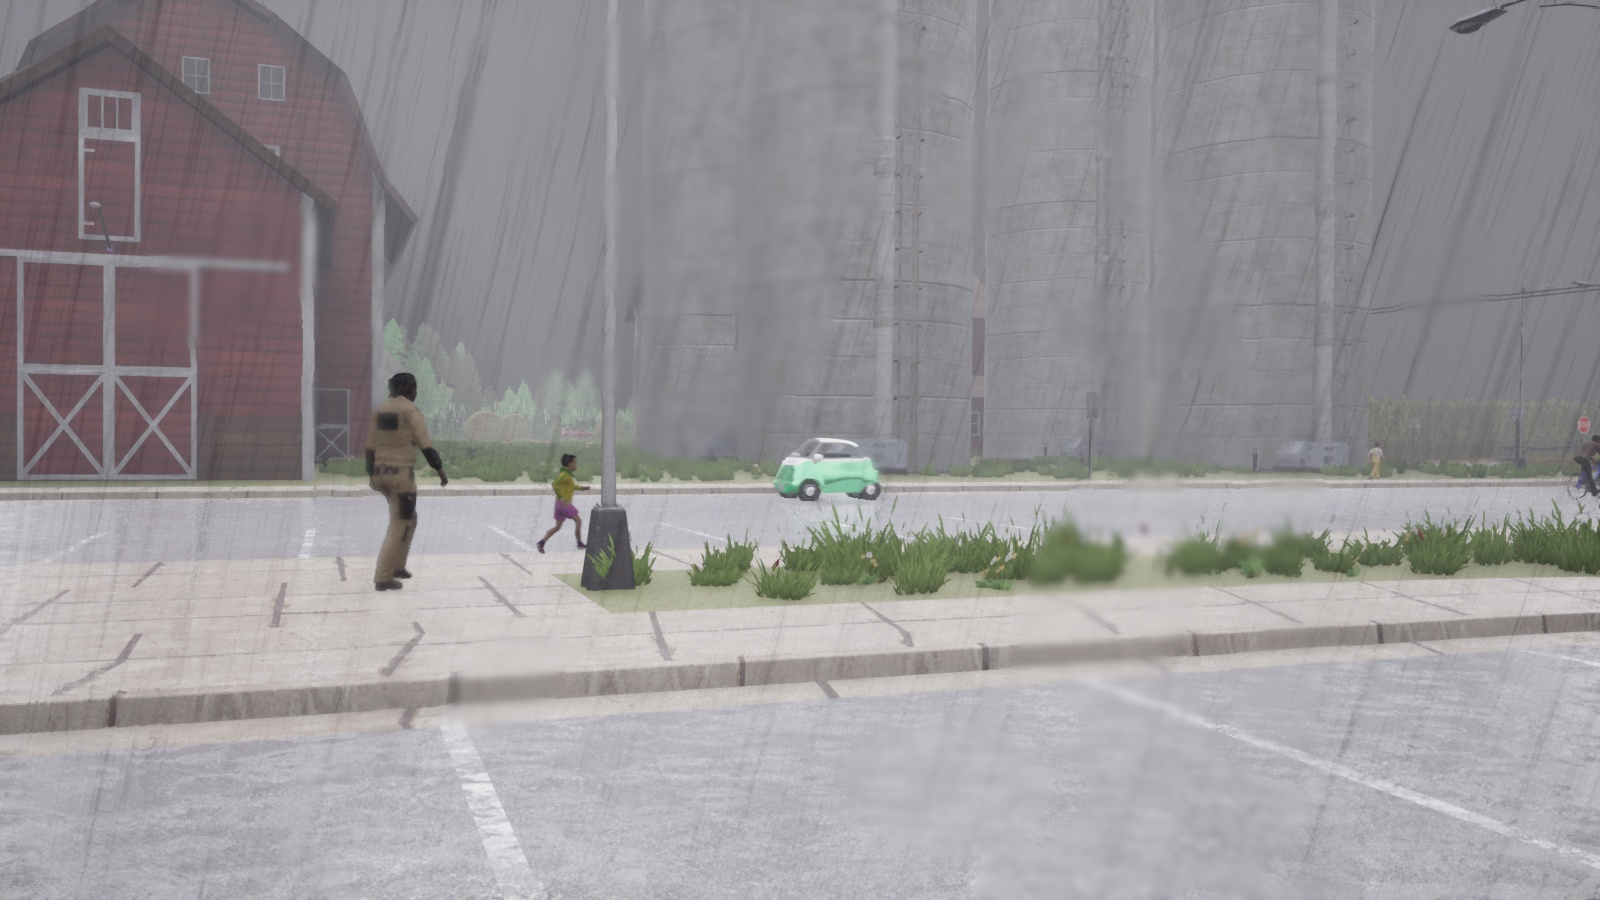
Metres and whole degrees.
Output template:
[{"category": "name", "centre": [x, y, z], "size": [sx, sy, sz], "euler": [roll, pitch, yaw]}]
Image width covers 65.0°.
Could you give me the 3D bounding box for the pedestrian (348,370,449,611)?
[{"category": "pedestrian", "centre": [-3.342, 0.321, 10.475], "size": [0.396, 1.930, 0.692], "euler": [0, 1, 30]}]

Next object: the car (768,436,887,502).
[{"category": "car", "centre": [0.584, 0.397, 27.605], "size": [2.207, 1.376, 1.481], "euler": [-1, 1, -21]}]

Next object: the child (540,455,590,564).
[{"category": "child", "centre": [-2.572, 0.638, 13.734], "size": [0.473, 1.160, 0.299], "euler": [-1, 1, -21]}]

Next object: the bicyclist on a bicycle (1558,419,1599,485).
[{"category": "bicyclist on a bicycle", "centre": [19.809, 0.026, 31.380], "size": [1.656, 1.620, 0.582], "euler": [-1, 1, -21]}]

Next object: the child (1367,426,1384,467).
[{"category": "child", "centre": [18.220, -0.110, 39.762], "size": [0.437, 1.263, 0.270], "euler": [-1, 1, -25]}]
